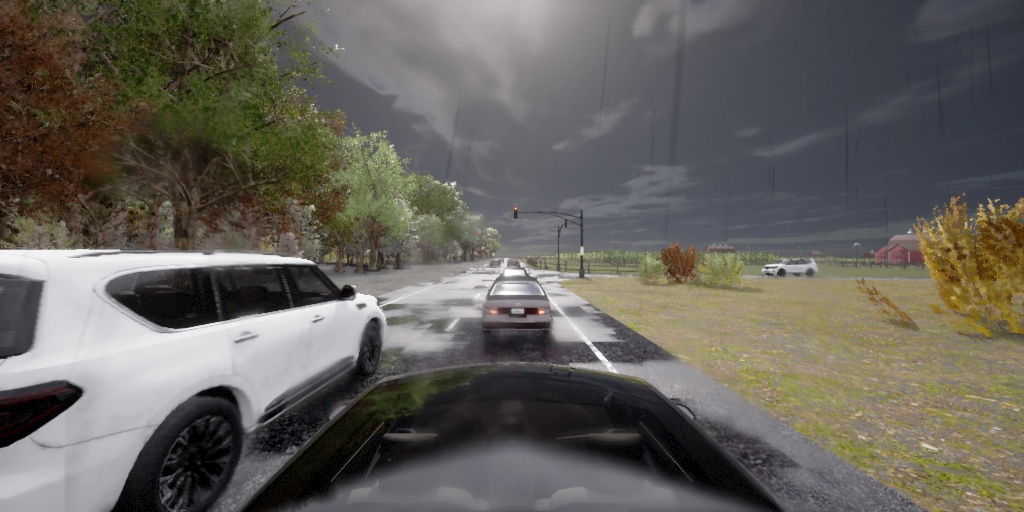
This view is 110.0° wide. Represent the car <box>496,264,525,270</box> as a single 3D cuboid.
[{"bbox_3d":[0.145,1.318,19.886,1.994,1.385,4.181,0,0,0],"label":"car"}]

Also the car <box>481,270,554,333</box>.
[{"bbox_3d":[0.122,1.300,10.646,2.033,1.411,5.357,0,0,0],"label":"car"}]

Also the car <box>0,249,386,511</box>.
[{"bbox_3d":[-3.395,0.972,4.232,2.150,2.045,5.566,0,0,0],"label":"car"}]

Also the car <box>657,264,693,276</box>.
[{"bbox_3d":[18.931,1.577,42.033,4.181,1.385,1.994,1,-1,0],"label":"car"}]

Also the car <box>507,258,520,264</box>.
[{"bbox_3d":[0.271,1.107,62.139,2.097,1.767,4.553,0,0,0],"label":"car"}]

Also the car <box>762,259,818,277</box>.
[{"bbox_3d":[32.521,1.385,41.945,5.566,2.045,2.150,1,-1,0],"label":"car"}]

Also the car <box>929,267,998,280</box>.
[{"bbox_3d":[48.672,1.826,38.219,5.357,1.411,2.033,1,-1,1],"label":"car"}]
